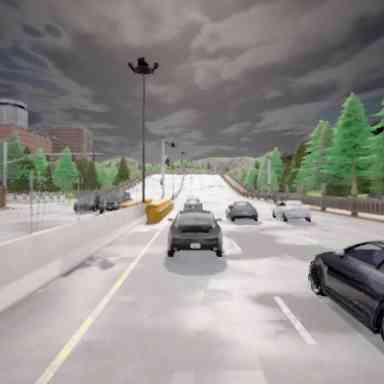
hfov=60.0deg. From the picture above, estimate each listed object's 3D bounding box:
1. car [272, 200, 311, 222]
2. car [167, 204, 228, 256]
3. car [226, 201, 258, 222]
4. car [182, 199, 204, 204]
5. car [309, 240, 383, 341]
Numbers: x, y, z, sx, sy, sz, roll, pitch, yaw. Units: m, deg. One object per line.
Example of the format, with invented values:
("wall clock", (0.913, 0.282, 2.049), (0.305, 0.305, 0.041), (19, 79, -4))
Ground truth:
("car", (7.110, 1.330, 24.007), (1.812, 1.442, 4.674), (0, 0, 0))
("car", (0.106, 1.401, 12.610), (1.837, 1.490, 4.892), (0, 0, 0))
("car", (3.611, 1.363, 24.615), (1.994, 1.385, 4.181), (0, 0, 0))
("car", (0.114, 1.304, 30.110), (2.033, 1.411, 5.357), (0, 0, 0))
("car", (3.600, 1.515, 5.794), (1.994, 1.385, 4.181), (0, 0, 0))
